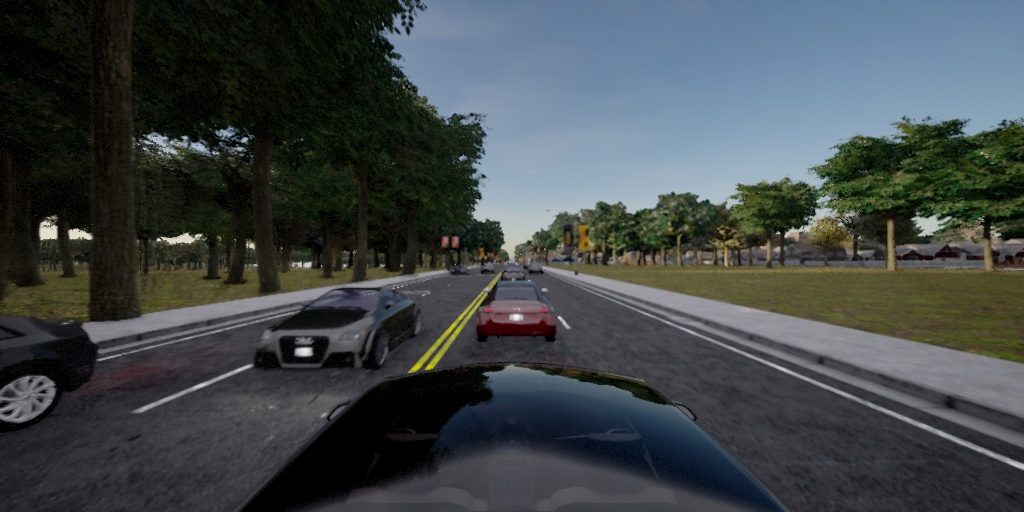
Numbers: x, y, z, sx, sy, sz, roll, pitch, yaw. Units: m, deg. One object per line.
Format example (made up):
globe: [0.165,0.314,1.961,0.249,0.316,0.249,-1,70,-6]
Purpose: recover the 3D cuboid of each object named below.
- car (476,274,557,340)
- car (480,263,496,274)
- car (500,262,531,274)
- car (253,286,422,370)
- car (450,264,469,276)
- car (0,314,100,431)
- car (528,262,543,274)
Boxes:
car: [0.102,1.393,10.219,1.994,1.385,4.181,0,-1,0]
car: [-3.316,1.730,49.579,1.837,1.490,4.892,0,0,0]
car: [0.106,1.493,28.085,2.128,1.511,4.902,0,-1,0]
car: [-3.348,1.370,7.756,1.994,1.385,4.181,0,-1,0]
car: [-6.571,1.743,45.224,1.994,1.385,4.181,0,-1,0]
car: [-6.600,1.265,2.826,1.837,1.490,4.892,0,-1,0]
car: [3.362,1.818,51.959,1.994,1.385,4.181,0,-1,0]
